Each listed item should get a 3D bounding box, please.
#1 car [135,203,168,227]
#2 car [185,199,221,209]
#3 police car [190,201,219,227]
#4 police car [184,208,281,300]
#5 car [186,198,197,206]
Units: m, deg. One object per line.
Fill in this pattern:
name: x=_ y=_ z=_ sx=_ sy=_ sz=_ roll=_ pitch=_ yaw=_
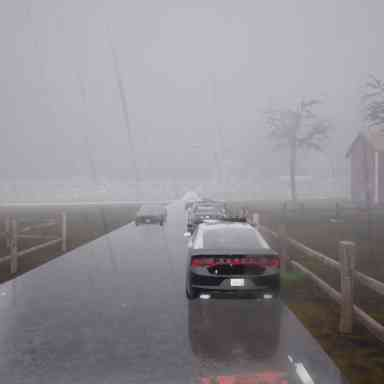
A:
car: x=-2.770 y=1.547 z=23.408 sx=1.882 sy=1.535 sz=5.008 roll=0 pitch=0 yaw=0
car: x=0.809 y=1.394 z=18.453 sx=2.097 sy=1.767 sz=4.553 roll=0 pitch=0 yaw=0
police car: x=0.806 y=1.502 z=24.595 sx=1.930 sy=1.638 sz=5.238 roll=0 pitch=0 yaw=0
police car: x=0.818 y=1.432 z=8.587 sx=1.930 sy=1.638 sz=5.238 roll=0 pitch=0 yaw=0
car: x=-0.046 y=1.837 z=59.519 sx=1.895 sy=1.301 sz=4.718 roll=0 pitch=0 yaw=0
